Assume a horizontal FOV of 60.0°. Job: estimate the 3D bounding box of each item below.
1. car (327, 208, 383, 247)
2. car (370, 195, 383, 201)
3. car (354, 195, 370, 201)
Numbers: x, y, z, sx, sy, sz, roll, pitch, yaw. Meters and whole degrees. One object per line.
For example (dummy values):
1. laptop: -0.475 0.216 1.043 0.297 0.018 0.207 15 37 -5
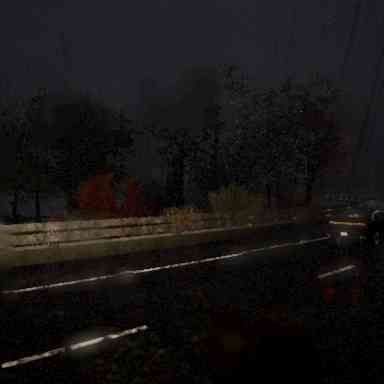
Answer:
1. car: 7.922 1.493 15.180 4.902 1.511 2.128 0 0 -44
2. car: 43.718 1.516 79.639 1.994 1.385 4.181 0 0 4
3. car: 40.241 1.491 80.038 1.812 1.442 4.674 0 0 4
